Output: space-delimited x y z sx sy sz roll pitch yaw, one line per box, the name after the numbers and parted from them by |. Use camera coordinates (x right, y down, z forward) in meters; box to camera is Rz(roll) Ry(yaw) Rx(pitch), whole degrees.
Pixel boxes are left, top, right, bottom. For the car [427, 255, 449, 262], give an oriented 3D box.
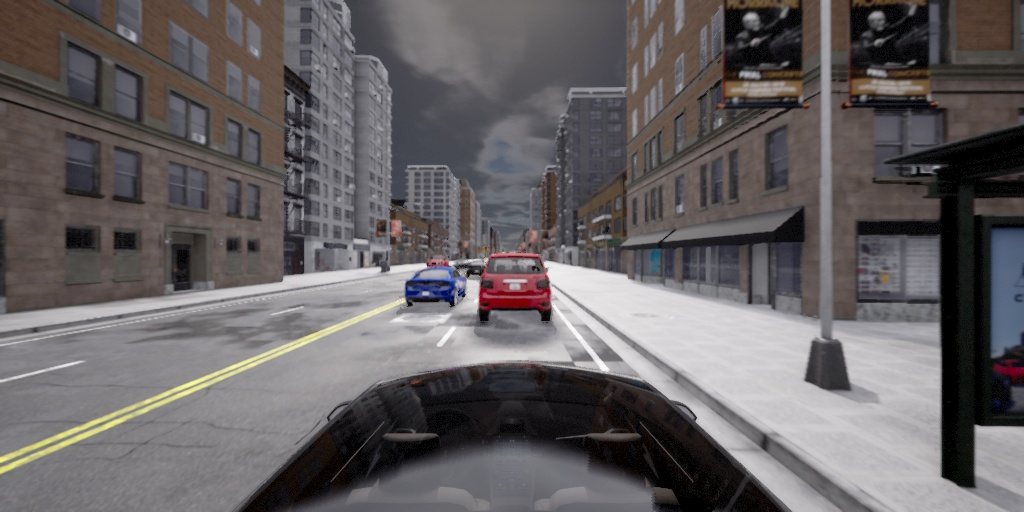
-9.728 0.905 47.281 2.150 2.045 5.566 0 0 0 | car

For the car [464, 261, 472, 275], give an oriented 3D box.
-3.083 1.177 34.098 1.882 1.535 5.008 0 0 0 | car

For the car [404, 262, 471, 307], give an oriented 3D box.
-3.131 1.205 15.525 1.882 1.535 5.008 0 0 0 | car

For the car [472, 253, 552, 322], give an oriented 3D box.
0.104 0.949 12.371 2.150 2.045 5.566 0 -1 0 | car
